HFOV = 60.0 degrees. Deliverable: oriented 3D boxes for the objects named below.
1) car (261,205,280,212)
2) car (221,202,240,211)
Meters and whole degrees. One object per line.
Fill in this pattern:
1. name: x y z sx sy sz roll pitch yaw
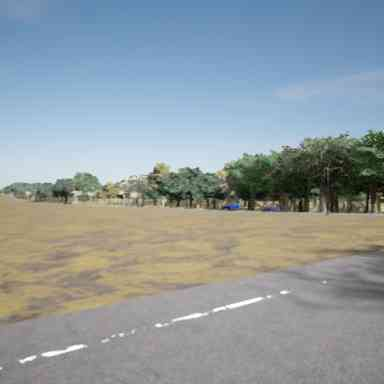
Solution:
1. car: 17.303 3.639 73.351 1.812 1.442 4.674 1 -3 -33
2. car: 9.756 3.700 84.892 2.150 2.045 5.566 1 -2 -33
